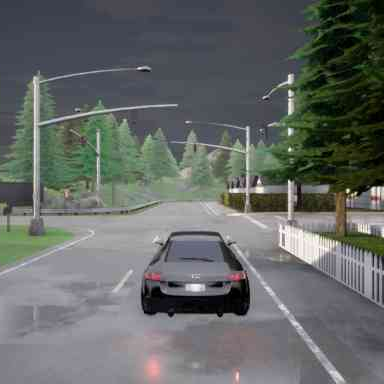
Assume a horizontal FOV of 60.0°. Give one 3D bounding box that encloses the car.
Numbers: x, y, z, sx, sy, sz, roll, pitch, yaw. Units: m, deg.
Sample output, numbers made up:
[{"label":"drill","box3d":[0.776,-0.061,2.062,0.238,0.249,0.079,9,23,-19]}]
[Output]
[{"label":"car","box3d":[0.075,1.563,7.553,1.994,1.385,4.181,0,0,1]}]
